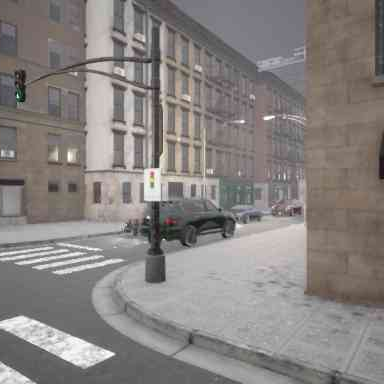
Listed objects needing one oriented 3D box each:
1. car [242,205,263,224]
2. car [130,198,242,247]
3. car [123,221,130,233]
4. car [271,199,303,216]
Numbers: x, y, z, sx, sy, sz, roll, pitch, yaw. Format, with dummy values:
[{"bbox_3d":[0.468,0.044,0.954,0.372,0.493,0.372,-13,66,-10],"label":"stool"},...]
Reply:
[{"bbox_3d":[4.064,1.696,26.503,1.994,1.385,4.181,0,0,36],"label":"car"},{"bbox_3d":[-0.031,1.294,15.680,2.150,2.045,5.566,0,0,35],"label":"car"},{"bbox_3d":[-1.388,1.630,18.861,2.033,1.411,5.357,0,0,35],"label":"car"},{"bbox_3d":[9.979,1.539,34.789,2.097,1.767,4.553,0,0,35],"label":"car"}]
